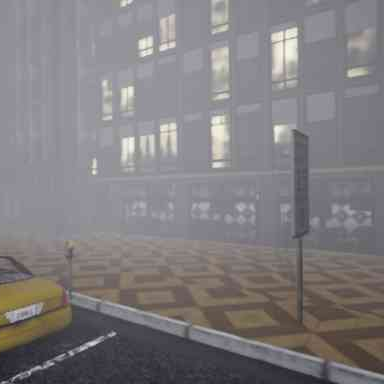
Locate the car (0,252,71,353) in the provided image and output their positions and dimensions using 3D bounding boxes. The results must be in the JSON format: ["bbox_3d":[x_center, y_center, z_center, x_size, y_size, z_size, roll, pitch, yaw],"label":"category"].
[{"bbox_3d":[-4.047,1.510,5.549,4.829,1.417,1.752,0,0,34],"label":"car"}]
